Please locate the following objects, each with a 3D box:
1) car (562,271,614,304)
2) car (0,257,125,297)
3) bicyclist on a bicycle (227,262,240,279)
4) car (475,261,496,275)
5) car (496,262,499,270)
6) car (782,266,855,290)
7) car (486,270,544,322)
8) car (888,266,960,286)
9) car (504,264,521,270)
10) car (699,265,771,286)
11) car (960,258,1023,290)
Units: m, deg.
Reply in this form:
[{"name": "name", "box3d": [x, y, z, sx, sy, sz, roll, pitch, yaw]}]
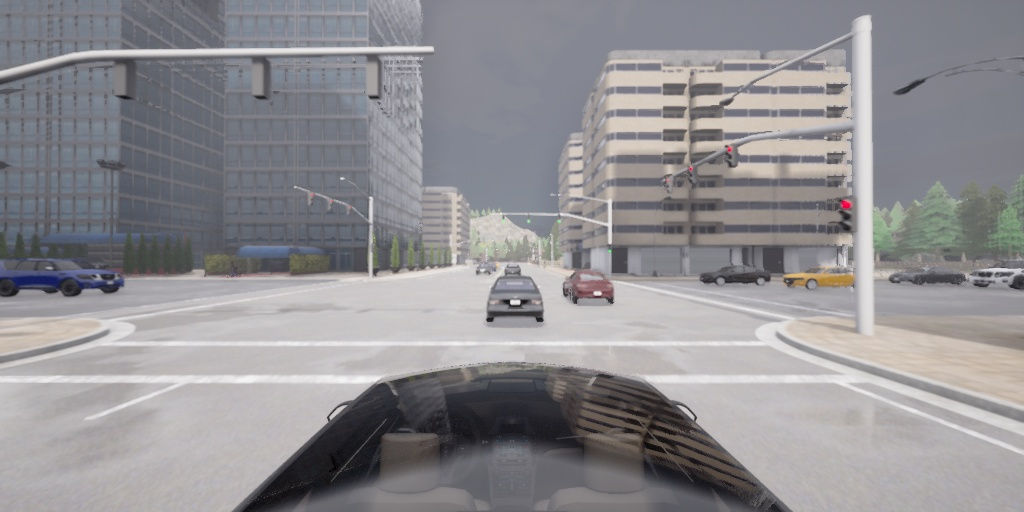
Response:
[{"name": "car", "box3d": [3.596, 1.421, 17.351, 1.812, 1.442, 4.674, 0, 0, 0]}, {"name": "car", "box3d": [-24.996, 1.142, 19.827, 5.566, 2.045, 2.150, 0, -1, -1]}, {"name": "bicyclist on a bicycle", "box3d": [-26.649, 1.356, 34.291, 0.582, 1.620, 1.656, 0, 0, -1]}, {"name": "car", "box3d": [-3.586, 1.657, 46.203, 2.128, 1.511, 4.902, 0, -1, 0]}, {"name": "car", "box3d": [-3.569, 1.620, 57.222, 2.097, 1.767, 4.553, 0, -1, 0]}, {"name": "car", "box3d": [20.905, 1.435, 23.994, 5.008, 1.535, 1.882, 0, -1, -1]}, {"name": "car", "box3d": [0.095, 1.401, 12.824, 2.033, 1.411, 5.357, 0, 0, 0]}, {"name": "car", "box3d": [31.897, 1.516, 27.587, 4.674, 1.442, 1.812, 0, -1, 0]}, {"name": "car", "box3d": [0.091, 1.618, 42.022, 2.128, 1.511, 4.902, 0, -1, 0]}, {"name": "car", "box3d": [16.993, 1.467, 27.451, 5.008, 1.535, 1.882, 0, -1, -2]}, {"name": "car", "box3d": [34.458, 1.173, 24.101, 5.566, 2.045, 2.150, -1, -1, 1]}]
